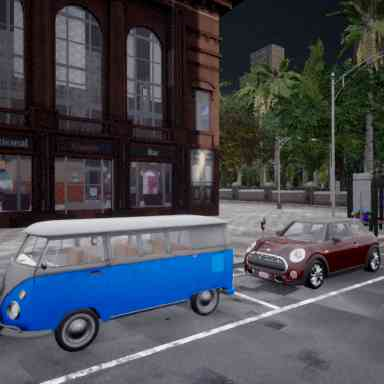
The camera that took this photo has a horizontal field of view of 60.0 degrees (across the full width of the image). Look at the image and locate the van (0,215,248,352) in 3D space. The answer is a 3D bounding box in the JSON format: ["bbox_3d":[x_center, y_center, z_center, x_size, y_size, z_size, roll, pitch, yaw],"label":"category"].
[{"bbox_3d":[-1.092,1.341,5.882,3.998,1.788,1.690,0,0,-36],"label":"van"}]

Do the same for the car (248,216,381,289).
[{"bbox_3d":[3.309,1.439,9.056,4.097,1.590,1.967,0,0,-36],"label":"car"}]
